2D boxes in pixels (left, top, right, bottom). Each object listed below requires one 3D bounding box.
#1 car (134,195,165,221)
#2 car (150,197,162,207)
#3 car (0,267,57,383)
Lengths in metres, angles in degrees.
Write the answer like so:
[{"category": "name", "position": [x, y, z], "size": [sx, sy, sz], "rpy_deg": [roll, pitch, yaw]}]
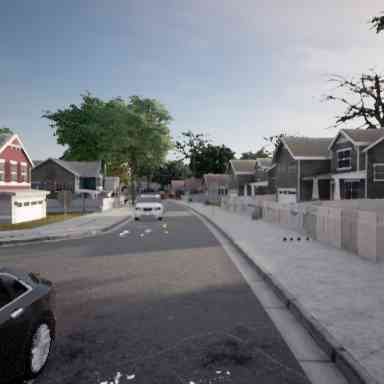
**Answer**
[{"category": "car", "position": [-3.492, 1.254, 27.685], "size": [2.150, 2.045, 5.566], "rpy_deg": [0, 0, -3]}, {"category": "car", "position": [-5.874, 1.552, 53.715], "size": [1.837, 1.490, 4.892], "rpy_deg": [0, 0, -7]}, {"category": "car", "position": [-2.741, 1.522, 2.658], "size": [1.837, 1.490, 4.892], "rpy_deg": [0, 0, 0]}]
